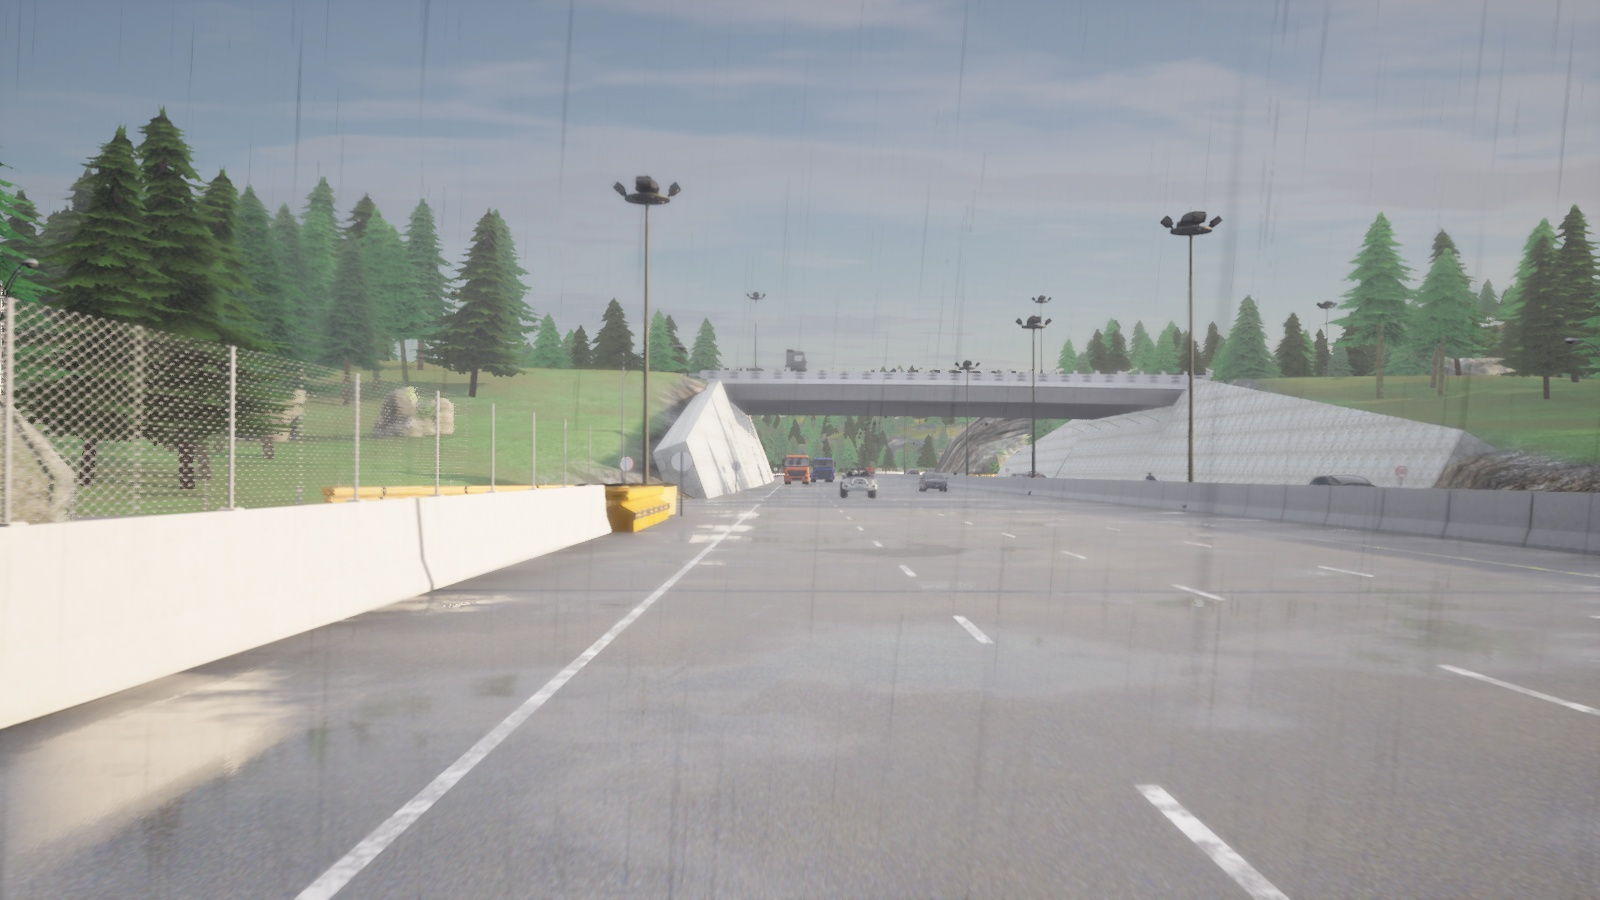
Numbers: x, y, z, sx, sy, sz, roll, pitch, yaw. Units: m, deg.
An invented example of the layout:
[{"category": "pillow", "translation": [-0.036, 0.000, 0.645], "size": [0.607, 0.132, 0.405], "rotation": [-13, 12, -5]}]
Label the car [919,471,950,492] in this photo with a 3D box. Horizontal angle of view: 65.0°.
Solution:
[{"category": "car", "translation": [10.267, 2.391, 96.375], "size": [1.837, 1.490, 4.892], "rotation": [0, -1, 0]}]

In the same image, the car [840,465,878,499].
[{"category": "car", "translation": [3.327, 1.813, 71.437], "size": [1.932, 1.855, 4.605], "rotation": [0, -1, 0]}]

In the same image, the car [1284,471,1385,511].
[{"category": "car", "translation": [20.881, 1.561, 49.295], "size": [1.837, 1.490, 4.892], "rotation": [0, -1, 0]}]
